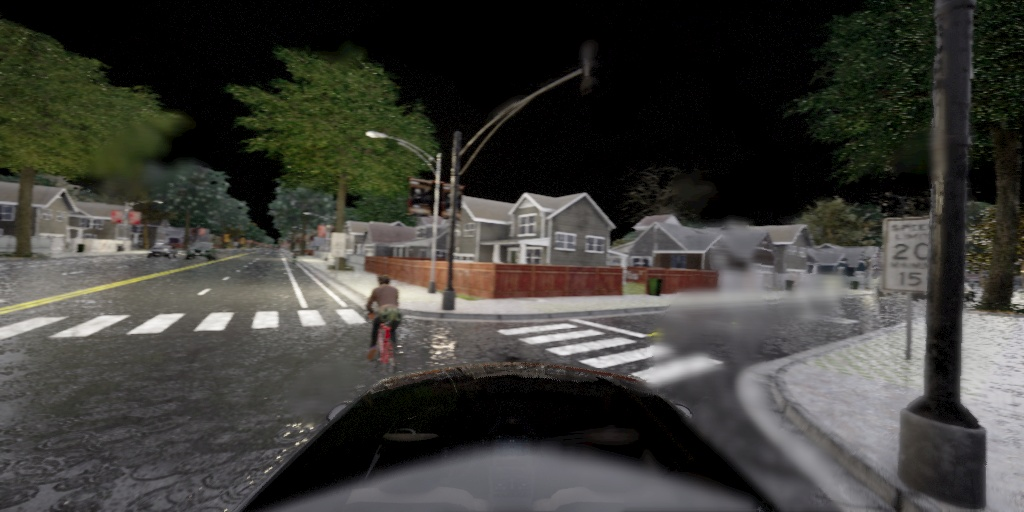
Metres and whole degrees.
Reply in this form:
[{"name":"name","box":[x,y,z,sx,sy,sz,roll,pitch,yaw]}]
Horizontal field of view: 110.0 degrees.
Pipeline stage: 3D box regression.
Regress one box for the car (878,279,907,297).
[{"name":"car","box":[35.990,2.806,33.169,5.566,2.045,2.150,3,-1,-34]}]

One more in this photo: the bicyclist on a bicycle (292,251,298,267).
[{"name":"bicyclist on a bicycle","box":[-22.798,0.310,37.602,0.582,1.620,1.656,4,-1,-33]}]

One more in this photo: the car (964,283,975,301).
[{"name":"car","box":[41.389,3.179,33.506,4.553,1.767,2.097,3,-1,-34]}]

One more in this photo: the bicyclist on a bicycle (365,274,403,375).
[{"name":"bicyclist on a bicycle","box":[-2.067,1.129,5.773,0.582,1.620,1.656,4,-1,-33]}]

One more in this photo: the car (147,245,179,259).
[{"name":"car","box":[-38.307,-0.500,39.455,1.837,1.490,4.892,4,-1,-33]}]

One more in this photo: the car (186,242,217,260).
[{"name":"car","box":[-35.558,-0.609,41.208,2.150,2.045,5.566,4,-1,-33]}]

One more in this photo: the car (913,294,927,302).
[{"name":"car","box":[32.748,2.852,27.610,5.008,1.535,1.882,3,-1,-34]}]
